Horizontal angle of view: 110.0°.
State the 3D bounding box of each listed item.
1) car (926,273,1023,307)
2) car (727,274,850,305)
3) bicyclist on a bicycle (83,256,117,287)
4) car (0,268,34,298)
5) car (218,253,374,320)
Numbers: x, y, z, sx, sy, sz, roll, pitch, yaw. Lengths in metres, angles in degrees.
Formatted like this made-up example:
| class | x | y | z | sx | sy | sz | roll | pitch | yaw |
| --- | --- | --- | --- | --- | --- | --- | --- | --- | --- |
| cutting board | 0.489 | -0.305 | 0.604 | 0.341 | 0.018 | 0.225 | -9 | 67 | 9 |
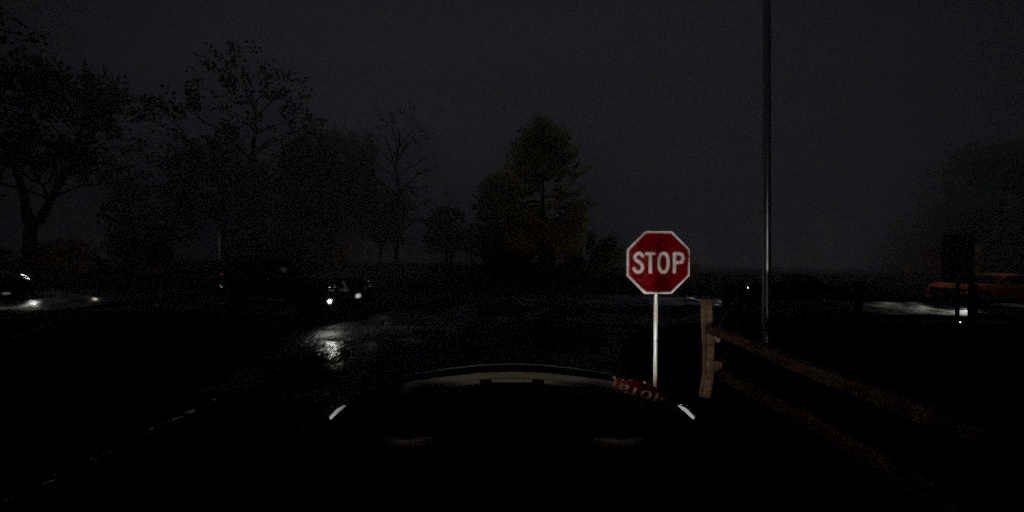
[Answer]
| class | x | y | z | sx | sy | sz | roll | pitch | yaw |
| --- | --- | --- | --- | --- | --- | --- | --- | --- | --- |
| car | 22.689 | 1.541 | 16.913 | 5.008 | 1.535 | 1.882 | 1 | 1 | 0 |
| car | 12.789 | 1.523 | 16.907 | 4.718 | 1.301 | 1.895 | 1 | 1 | 0 |
| bicyclist on a bicycle | -22.709 | 0.850 | 19.789 | 0.582 | 1.620 | 1.656 | 1 | 0 | 0 |
| car | -21.707 | 0.836 | 13.810 | 4.553 | 1.767 | 2.097 | 1 | 1 | 0 |
| car | -7.611 | 0.918 | 12.609 | 5.566 | 2.045 | 2.150 | 1 | 0 | 19 |
